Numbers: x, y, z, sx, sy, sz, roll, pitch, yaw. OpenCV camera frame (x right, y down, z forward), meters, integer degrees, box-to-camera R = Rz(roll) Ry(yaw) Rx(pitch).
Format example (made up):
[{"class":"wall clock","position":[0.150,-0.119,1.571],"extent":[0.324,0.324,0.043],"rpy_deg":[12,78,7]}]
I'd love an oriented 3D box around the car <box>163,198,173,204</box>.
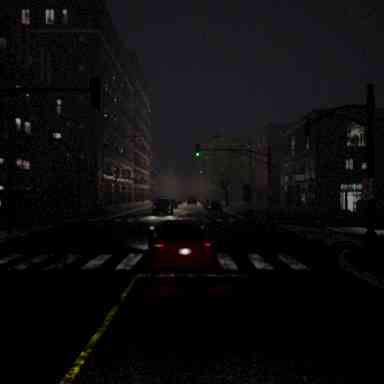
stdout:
[{"class":"car","position":[-5.690,2.018,79.030],"extent":[2.008,1.369,4.403],"rpy_deg":[0,0,0]}]

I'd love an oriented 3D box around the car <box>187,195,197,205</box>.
[{"class":"car","position":[0.002,1.852,65.925],"extent":[1.882,1.535,5.008],"rpy_deg":[0,0,0]}]

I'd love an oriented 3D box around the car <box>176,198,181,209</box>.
[{"class":"car","position":[-3.080,1.794,49.311],"extent":[1.812,1.442,4.674],"rpy_deg":[0,0,0]}]

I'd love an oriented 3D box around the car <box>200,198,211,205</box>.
[{"class":"car","position":[2.691,1.937,67.635],"extent":[2.008,1.369,4.403],"rpy_deg":[0,0,0]}]

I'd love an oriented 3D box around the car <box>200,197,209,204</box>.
[{"class":"car","position":[2.691,1.866,73.333],"extent":[1.967,1.590,4.097],"rpy_deg":[0,0,0]}]

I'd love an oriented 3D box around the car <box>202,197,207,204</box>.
[{"class":"car","position":[2.691,1.680,44.850],"extent":[1.967,1.590,4.097],"rpy_deg":[0,0,0]}]

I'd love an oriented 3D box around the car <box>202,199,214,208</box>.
[{"class":"car","position":[2.691,1.893,56.242],"extent":[1.802,1.307,4.206],"rpy_deg":[0,0,0]}]

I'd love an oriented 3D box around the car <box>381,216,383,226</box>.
[{"class":"car","position":[14.813,1.672,21.471],"extent":[4.892,1.490,1.837],"rpy_deg":[0,0,-2]}]

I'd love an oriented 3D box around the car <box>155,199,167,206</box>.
[{"class":"car","position":[-5.690,1.930,61.941],"extent":[1.802,1.307,4.206],"rpy_deg":[0,0,0]}]

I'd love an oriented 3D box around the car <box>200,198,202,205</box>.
[{"class":"car","position":[2.690,1.715,50.546],"extent":[1.967,1.590,4.097],"rpy_deg":[0,0,0]}]

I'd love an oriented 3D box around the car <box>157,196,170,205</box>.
[{"class":"car","position":[-5.690,1.701,67.639],"extent":[2.192,1.841,5.009],"rpy_deg":[0,0,0]}]

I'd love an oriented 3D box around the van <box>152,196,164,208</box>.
[{"class":"van","position":[-5.691,1.652,56.245],"extent":[1.690,1.788,3.998],"rpy_deg":[0,0,0]}]

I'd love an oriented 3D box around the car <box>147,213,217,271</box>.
[{"class":"car","position":[-0.469,1.616,11.148],"extent":[1.994,1.385,4.181],"rpy_deg":[0,0,-8]}]

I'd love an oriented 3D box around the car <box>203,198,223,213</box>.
[{"class":"car","position":[2.691,1.756,39.152],"extent":[2.008,1.369,4.403],"rpy_deg":[0,0,0]}]

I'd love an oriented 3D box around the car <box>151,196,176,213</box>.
[{"class":"car","position":[-3.068,1.534,35.015],"extent":[2.097,1.767,4.553],"rpy_deg":[0,0,0]}]
